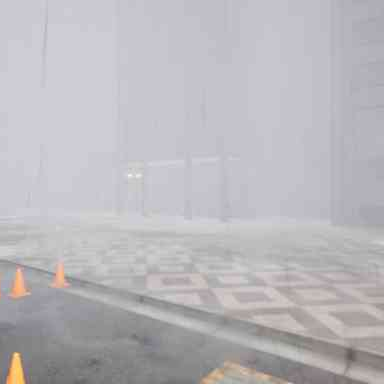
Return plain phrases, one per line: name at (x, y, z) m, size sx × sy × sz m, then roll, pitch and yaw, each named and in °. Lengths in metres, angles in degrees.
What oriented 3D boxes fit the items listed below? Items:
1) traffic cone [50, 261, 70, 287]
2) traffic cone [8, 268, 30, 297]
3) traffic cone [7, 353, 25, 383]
traffic cone at (-3.277, 2.015, 8.261) m, size 0.340 × 0.580 × 0.340 m, roll 0°, pitch -1°, yaw 36°
traffic cone at (-3.872, 2.004, 7.455) m, size 0.340 × 0.580 × 0.340 m, roll 0°, pitch -1°, yaw 36°
traffic cone at (-1.839, 1.980, 3.472) m, size 0.340 × 0.580 × 0.340 m, roll 0°, pitch -1°, yaw 36°
